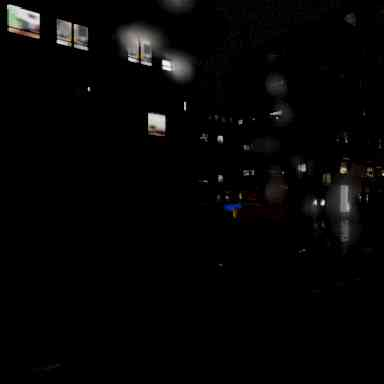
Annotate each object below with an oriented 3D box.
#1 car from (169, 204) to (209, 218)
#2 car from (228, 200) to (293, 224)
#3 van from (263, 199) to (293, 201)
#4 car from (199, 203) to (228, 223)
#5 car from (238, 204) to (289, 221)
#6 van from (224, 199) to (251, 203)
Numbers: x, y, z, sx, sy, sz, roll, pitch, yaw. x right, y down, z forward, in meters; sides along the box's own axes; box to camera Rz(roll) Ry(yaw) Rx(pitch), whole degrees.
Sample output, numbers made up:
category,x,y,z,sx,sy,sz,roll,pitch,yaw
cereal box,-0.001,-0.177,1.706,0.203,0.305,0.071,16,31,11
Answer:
category,x,y,z,sx,sy,sz,roll,pitch,yaw
car,-0.375,1.977,35.890,1.895,1.301,4.718,0,-1,-36
car,5.633,1.720,27.712,1.882,1.535,5.008,0,-1,-37
van,8.501,1.602,33.567,1.690,1.788,3.998,-1,0,-36
car,1.764,1.874,28.647,1.802,1.307,4.206,-1,0,-36
car,6.674,1.864,31.437,1.895,1.301,4.718,0,-1,-34
van,5.184,1.676,38.081,1.690,1.788,3.998,-1,0,-36
